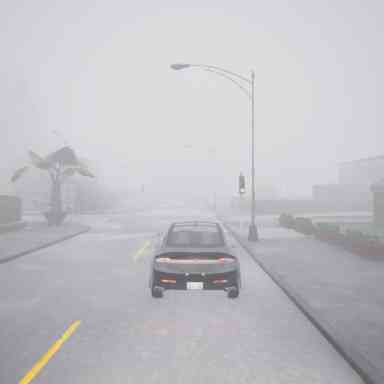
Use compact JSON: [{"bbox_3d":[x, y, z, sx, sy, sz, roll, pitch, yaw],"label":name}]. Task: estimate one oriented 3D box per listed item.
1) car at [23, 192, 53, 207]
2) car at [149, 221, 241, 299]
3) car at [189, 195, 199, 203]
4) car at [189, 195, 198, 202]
[{"bbox_3d":[-19.576,0.986,42.937,1.905,1.878,3.866,0,0,35],"label":"car"},{"bbox_3d":[0.087,1.492,8.471,2.128,1.511,4.902,0,0,1],"label":"car"},{"bbox_3d":[0.399,1.492,69.741,2.128,1.511,4.902,0,0,0],"label":"car"},{"bbox_3d":[0.349,1.525,81.193,2.128,1.511,4.902,0,0,0],"label":"car"}]
